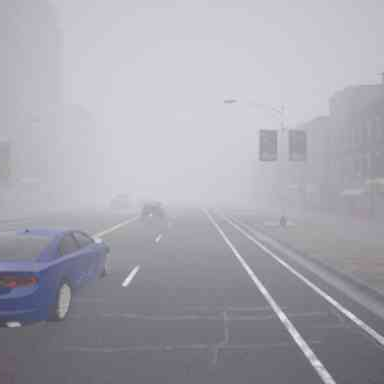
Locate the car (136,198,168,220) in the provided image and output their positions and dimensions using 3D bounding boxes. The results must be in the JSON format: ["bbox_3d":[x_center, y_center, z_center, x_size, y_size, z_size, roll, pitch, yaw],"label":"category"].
[{"bbox_3d":[-3.142,1.520,27.909,1.837,1.490,4.892,0,0,0],"label":"car"}]

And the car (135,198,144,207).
[{"bbox_3d":[-6.562,1.536,46.019,1.882,1.535,5.008,0,0,0],"label":"car"}]

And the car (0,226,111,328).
[{"bbox_3d":[-3.148,1.474,7.176,1.882,1.535,5.008,0,0,0],"label":"car"}]

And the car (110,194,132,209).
[{"bbox_3d":[-9.807,1.285,46.567,2.150,2.045,5.566,0,-1,0],"label":"car"}]

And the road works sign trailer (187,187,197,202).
[{"bbox_3d":[0.025,0.651,81.230,2.380,3.560,2.880,0,0,0],"label":"road works sign trailer"}]
